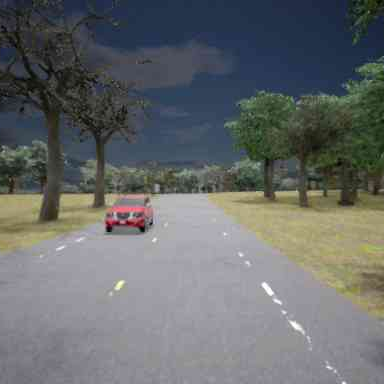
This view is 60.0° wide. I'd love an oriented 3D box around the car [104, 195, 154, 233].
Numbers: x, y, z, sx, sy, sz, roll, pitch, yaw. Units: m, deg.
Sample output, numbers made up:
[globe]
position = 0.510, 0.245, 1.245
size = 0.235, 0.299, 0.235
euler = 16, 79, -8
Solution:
[car]
position = -3.597, 1.196, 20.031
size = 2.150, 2.045, 5.566
euler = 0, 0, 0
